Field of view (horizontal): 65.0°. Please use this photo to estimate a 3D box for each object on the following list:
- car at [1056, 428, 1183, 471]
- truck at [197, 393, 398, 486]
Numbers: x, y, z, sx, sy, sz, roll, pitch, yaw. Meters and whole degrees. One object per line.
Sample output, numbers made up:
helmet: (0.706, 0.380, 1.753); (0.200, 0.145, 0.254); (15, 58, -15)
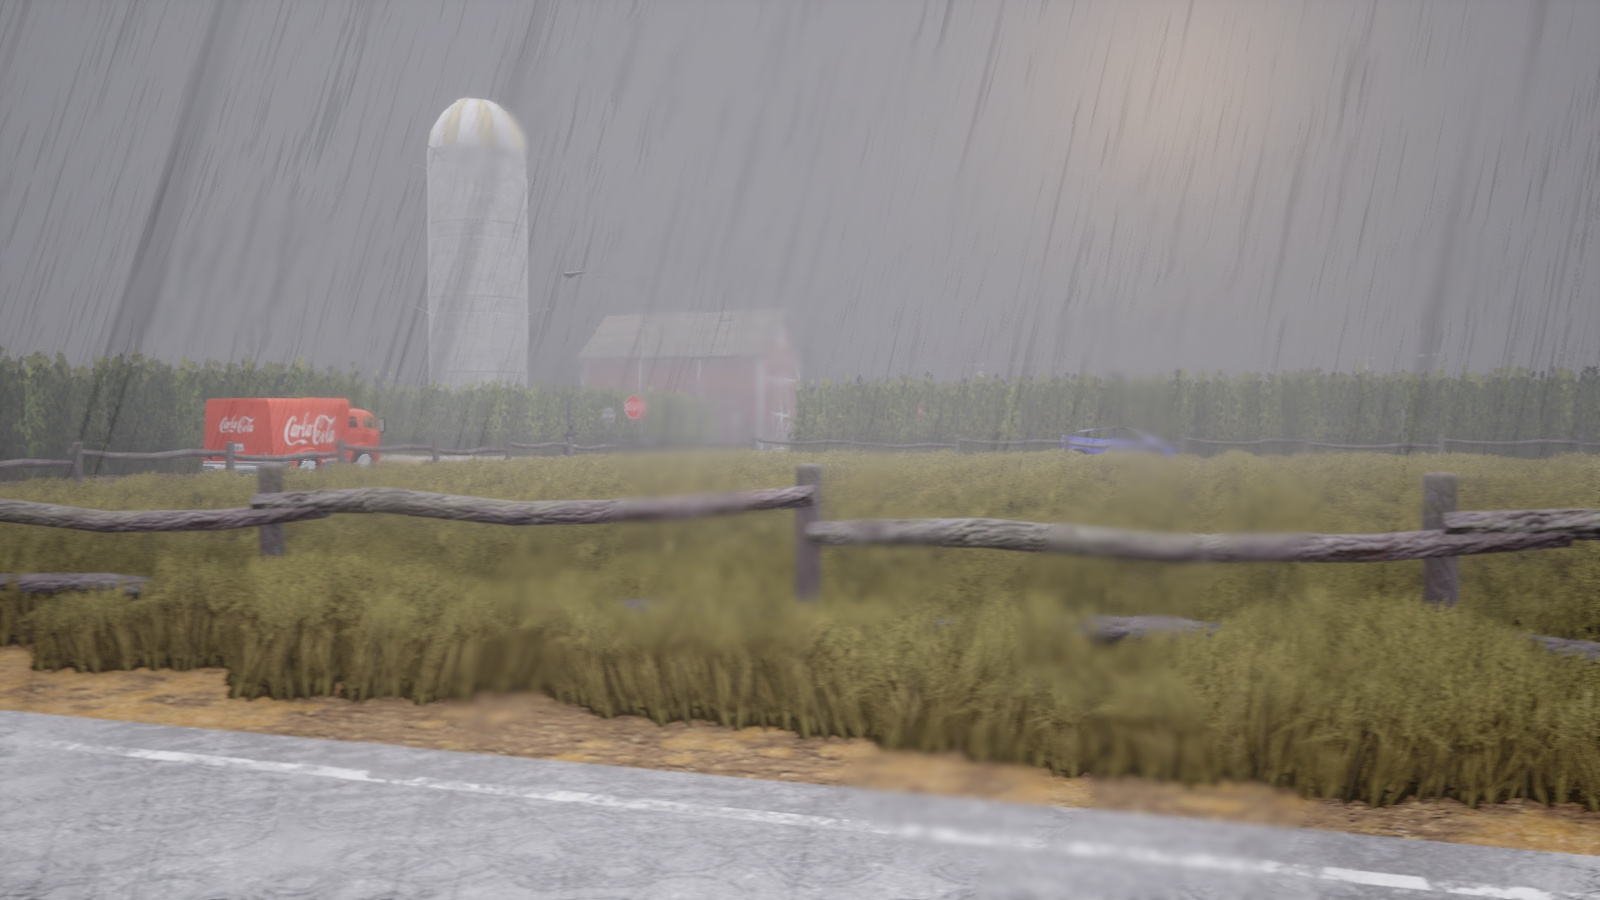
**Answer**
car: (12.139, -0.047, 47.655); (4.514, 1.525, 2.007); (1, 1, 19)
truck: (-14.308, -0.336, 36.172); (2.627, 2.467, 5.204); (1, 1, 19)
